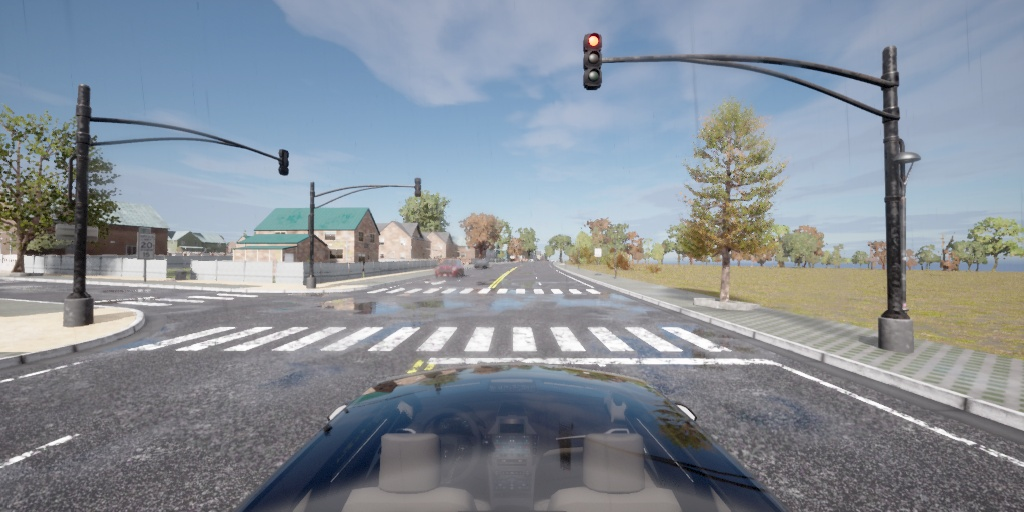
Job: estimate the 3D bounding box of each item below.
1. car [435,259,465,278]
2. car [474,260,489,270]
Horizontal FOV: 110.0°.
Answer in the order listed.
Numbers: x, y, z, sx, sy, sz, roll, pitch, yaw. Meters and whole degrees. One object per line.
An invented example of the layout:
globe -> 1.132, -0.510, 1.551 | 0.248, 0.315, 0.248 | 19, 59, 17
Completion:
car -> -5.828, 1.133, 33.879 | 2.097, 1.767, 4.553 | 0, 0, 2
car -> -4.729, 1.310, 55.820 | 1.882, 1.535, 5.008 | 0, 0, 4
